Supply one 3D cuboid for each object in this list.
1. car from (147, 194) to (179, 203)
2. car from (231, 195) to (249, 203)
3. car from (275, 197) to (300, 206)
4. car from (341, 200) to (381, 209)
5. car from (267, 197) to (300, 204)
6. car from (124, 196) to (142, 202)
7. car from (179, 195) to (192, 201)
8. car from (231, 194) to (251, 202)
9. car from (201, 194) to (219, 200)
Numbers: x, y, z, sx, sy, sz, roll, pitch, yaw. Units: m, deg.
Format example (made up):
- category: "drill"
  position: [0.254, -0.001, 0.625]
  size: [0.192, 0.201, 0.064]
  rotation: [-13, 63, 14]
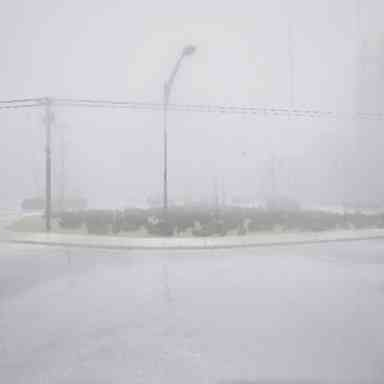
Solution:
- category: "car"
  position: [-4.947, 1.309, 53.354]
  size: [4.605, 1.855, 1.932]
  rotation: [0, 0, -21]
- category: "car"
  position: [9.308, 1.518, 64.623]
  size: [1.882, 1.535, 5.008]
  rotation: [0, 0, -21]
- category: "car"
  position: [16.224, 1.575, 56.596]
  size: [1.994, 1.385, 4.181]
  rotation: [0, 0, -21]
- category: "car"
  position: [21.636, 1.616, 42.825]
  size: [1.895, 1.301, 4.718]
  rotation: [0, 0, -21]
- category: "car"
  position: [12.468, 1.479, 45.057]
  size: [4.611, 1.667, 2.242]
  rotation: [0, 0, -21]
- category: "car"
  position: [-13.216, 1.519, 74.258]
  size: [3.905, 1.438, 1.784]
  rotation: [0, 0, -21]
- category: "car"
  position: [-1.646, 1.504, 80.008]
  size: [4.193, 1.474, 1.816]
  rotation: [0, 0, -21]
- category: "car"
  position: [10.432, 1.309, 71.332]
  size: [1.882, 1.535, 5.008]
  rotation: [0, 0, -21]
- category: "car"
  position: [3.744, 1.312, 67.637]
  size: [3.866, 1.878, 1.905]
  rotation: [0, 0, -21]
